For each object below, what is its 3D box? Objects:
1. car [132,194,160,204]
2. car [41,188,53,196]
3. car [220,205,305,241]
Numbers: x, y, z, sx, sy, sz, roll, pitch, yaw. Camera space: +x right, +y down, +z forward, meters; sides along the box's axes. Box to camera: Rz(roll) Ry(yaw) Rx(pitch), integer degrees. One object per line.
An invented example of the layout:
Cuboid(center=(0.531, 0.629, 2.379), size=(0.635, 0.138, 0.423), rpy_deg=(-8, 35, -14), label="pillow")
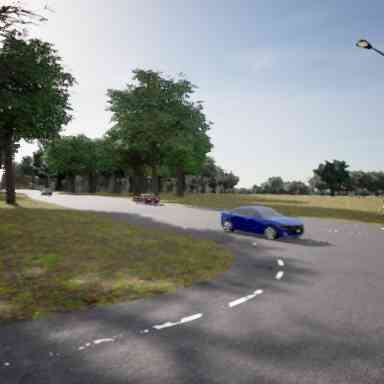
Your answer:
Cuboid(center=(-6.146, 0.898, 43.594), size=(1.895, 1.301, 4.718), rpy_deg=(0, 2, -35), label="car")
Cuboid(center=(-28.579, 0.033, 65.576), size=(1.837, 1.490, 4.892), rpy_deg=(0, 2, -28), label="car")
Cuboid(center=(3.575, 1.508, 17.685), size=(1.882, 1.535, 5.008), rpy_deg=(0, 2, -35), label="car")
